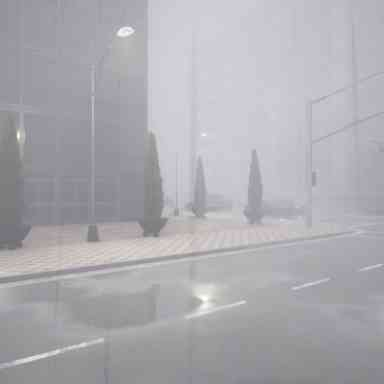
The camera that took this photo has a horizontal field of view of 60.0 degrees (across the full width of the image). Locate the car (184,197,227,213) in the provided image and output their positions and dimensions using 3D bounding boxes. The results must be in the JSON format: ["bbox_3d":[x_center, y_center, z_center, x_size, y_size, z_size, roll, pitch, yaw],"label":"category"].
[{"bbox_3d":[1.229,1.600,38.845,2.033,1.411,5.357,0,0,-36],"label":"car"}]

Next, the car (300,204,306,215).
[{"bbox_3d":[9.492,1.404,33.456,2.097,1.767,4.553,0,0,-36],"label":"car"}]

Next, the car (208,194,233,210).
[{"bbox_3d":[2.826,1.275,42.599,2.150,2.045,5.566,0,0,-36],"label":"car"}]

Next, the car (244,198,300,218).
[{"bbox_3d":[7.048,1.530,30.865,1.882,1.535,5.008,0,0,-36],"label":"car"}]

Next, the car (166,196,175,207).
[{"bbox_3d":[-4.973,1.275,53.320,2.150,2.045,5.566,0,0,-37],"label":"car"}]
